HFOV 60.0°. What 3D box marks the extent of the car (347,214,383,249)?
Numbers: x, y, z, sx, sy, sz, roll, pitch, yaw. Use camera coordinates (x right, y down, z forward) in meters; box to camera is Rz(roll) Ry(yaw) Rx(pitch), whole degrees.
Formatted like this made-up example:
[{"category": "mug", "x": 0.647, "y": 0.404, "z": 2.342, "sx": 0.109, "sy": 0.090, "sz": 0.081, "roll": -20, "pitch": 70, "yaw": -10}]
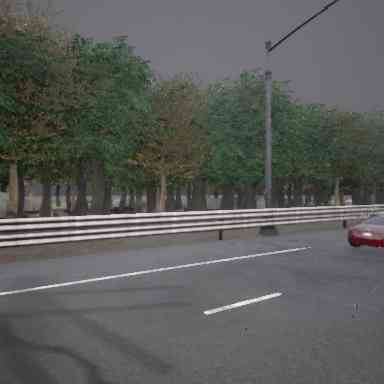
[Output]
[{"category": "car", "x": 8.372, "y": 1.590, "z": 13.808, "sx": 4.181, "sy": 1.385, "sz": 1.994, "roll": 0, "pitch": 0, "yaw": -33}]
